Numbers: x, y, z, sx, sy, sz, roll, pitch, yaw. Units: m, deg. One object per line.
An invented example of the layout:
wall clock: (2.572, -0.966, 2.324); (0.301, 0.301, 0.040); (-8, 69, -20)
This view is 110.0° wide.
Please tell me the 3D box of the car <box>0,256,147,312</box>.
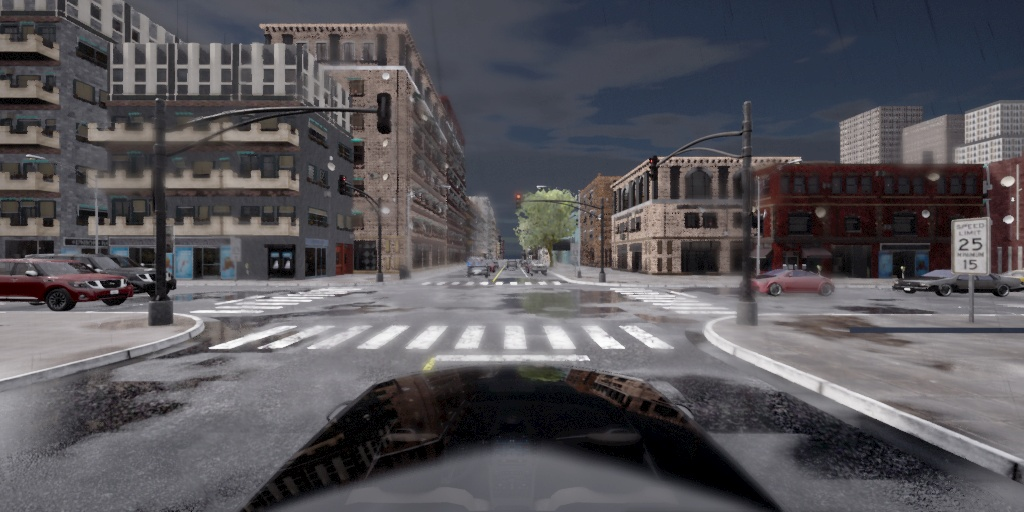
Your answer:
car: (-17.278, 1.013, 13.289); (5.009, 1.841, 2.192); (0, 0, 0)

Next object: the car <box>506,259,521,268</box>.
car: (-0.005, 1.316, 63.366); (2.128, 1.511, 4.902); (0, 0, 0)

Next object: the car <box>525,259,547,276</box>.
car: (2.687, 1.328, 37.010); (2.007, 1.370, 4.403); (0, 0, 0)

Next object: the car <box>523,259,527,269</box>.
car: (2.687, 1.226, 42.707); (1.967, 1.591, 4.097); (0, 0, 0)

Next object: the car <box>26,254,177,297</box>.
car: (-18.311, 0.916, 15.869); (5.566, 2.045, 2.150); (0, 0, 0)

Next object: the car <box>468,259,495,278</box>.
car: (-3.105, 1.265, 34.360); (2.128, 1.511, 4.902); (0, 0, 0)

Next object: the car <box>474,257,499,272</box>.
car: (-3.102, 1.141, 44.254); (2.097, 1.767, 4.553); (0, 0, 0)

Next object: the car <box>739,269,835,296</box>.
car: (14.717, 1.386, 19.308); (4.181, 1.385, 1.994); (0, 0, 0)

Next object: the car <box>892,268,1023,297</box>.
car: (24.018, 1.411, 19.376); (5.357, 1.411, 2.033); (0, 0, 0)

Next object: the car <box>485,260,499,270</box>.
car: (-3.087, 1.375, 56.719); (1.994, 1.385, 4.181); (0, 0, 0)
